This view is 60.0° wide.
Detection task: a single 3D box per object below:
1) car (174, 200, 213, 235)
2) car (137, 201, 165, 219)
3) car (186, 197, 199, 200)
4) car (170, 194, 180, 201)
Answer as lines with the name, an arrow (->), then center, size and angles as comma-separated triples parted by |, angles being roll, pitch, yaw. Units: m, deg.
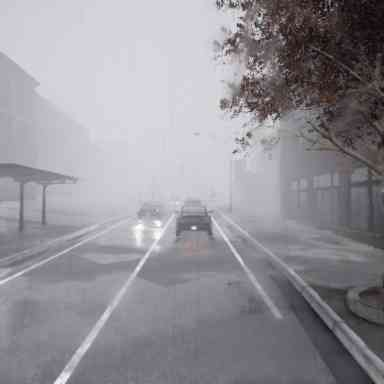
car -> 0.096, 1.436, 18.307 | 1.837, 1.490, 4.892 | 0, 0, 0
car -> -3.371, 1.456, 27.597 | 1.895, 1.301, 4.718 | 0, 0, 0
car -> 0.080, 1.294, 36.373 | 1.837, 1.490, 4.892 | 0, 0, 0
car -> -3.521, 1.137, 68.113 | 2.128, 1.511, 4.902 | 0, 0, 0
